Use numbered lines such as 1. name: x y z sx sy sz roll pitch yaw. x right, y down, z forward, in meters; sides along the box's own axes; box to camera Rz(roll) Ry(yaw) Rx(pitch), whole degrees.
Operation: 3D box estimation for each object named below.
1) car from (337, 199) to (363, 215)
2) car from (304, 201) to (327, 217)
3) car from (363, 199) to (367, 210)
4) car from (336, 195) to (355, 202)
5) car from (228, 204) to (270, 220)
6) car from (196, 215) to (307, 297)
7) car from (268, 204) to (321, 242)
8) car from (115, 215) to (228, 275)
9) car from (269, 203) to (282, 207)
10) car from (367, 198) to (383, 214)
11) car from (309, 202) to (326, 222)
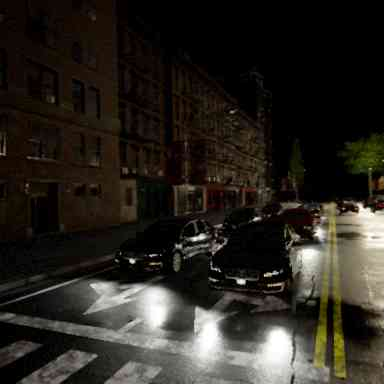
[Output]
1. car: 17.231 1.785 36.456 1.895 1.301 4.718 -1 -1 24
2. car: 13.506 1.798 36.211 2.033 1.411 5.357 -1 -1 23
3. car: 25.313 1.648 47.002 1.882 1.535 5.008 -1 -1 23
4. car: 21.225 1.455 45.933 2.150 2.045 5.566 -1 -1 23
5. car: 3.334 1.736 20.704 1.837 1.490 4.892 -1 -1 23
6. car: 1.926 1.603 9.066 1.837 1.490 4.892 -1 -1 22
7. car: 5.587 1.626 17.705 1.882 1.535 5.008 -1 -1 23
8. car: -0.600 1.681 11.400 1.837 1.490 4.892 -1 -1 26
9. car: 7.412 1.790 30.271 1.837 1.490 4.892 -1 -1 23
10. car: 21.261 1.626 37.448 1.837 1.490 4.892 -1 -1 23
11. car: 9.330 1.690 26.483 2.128 1.511 4.902 -1 -1 23
